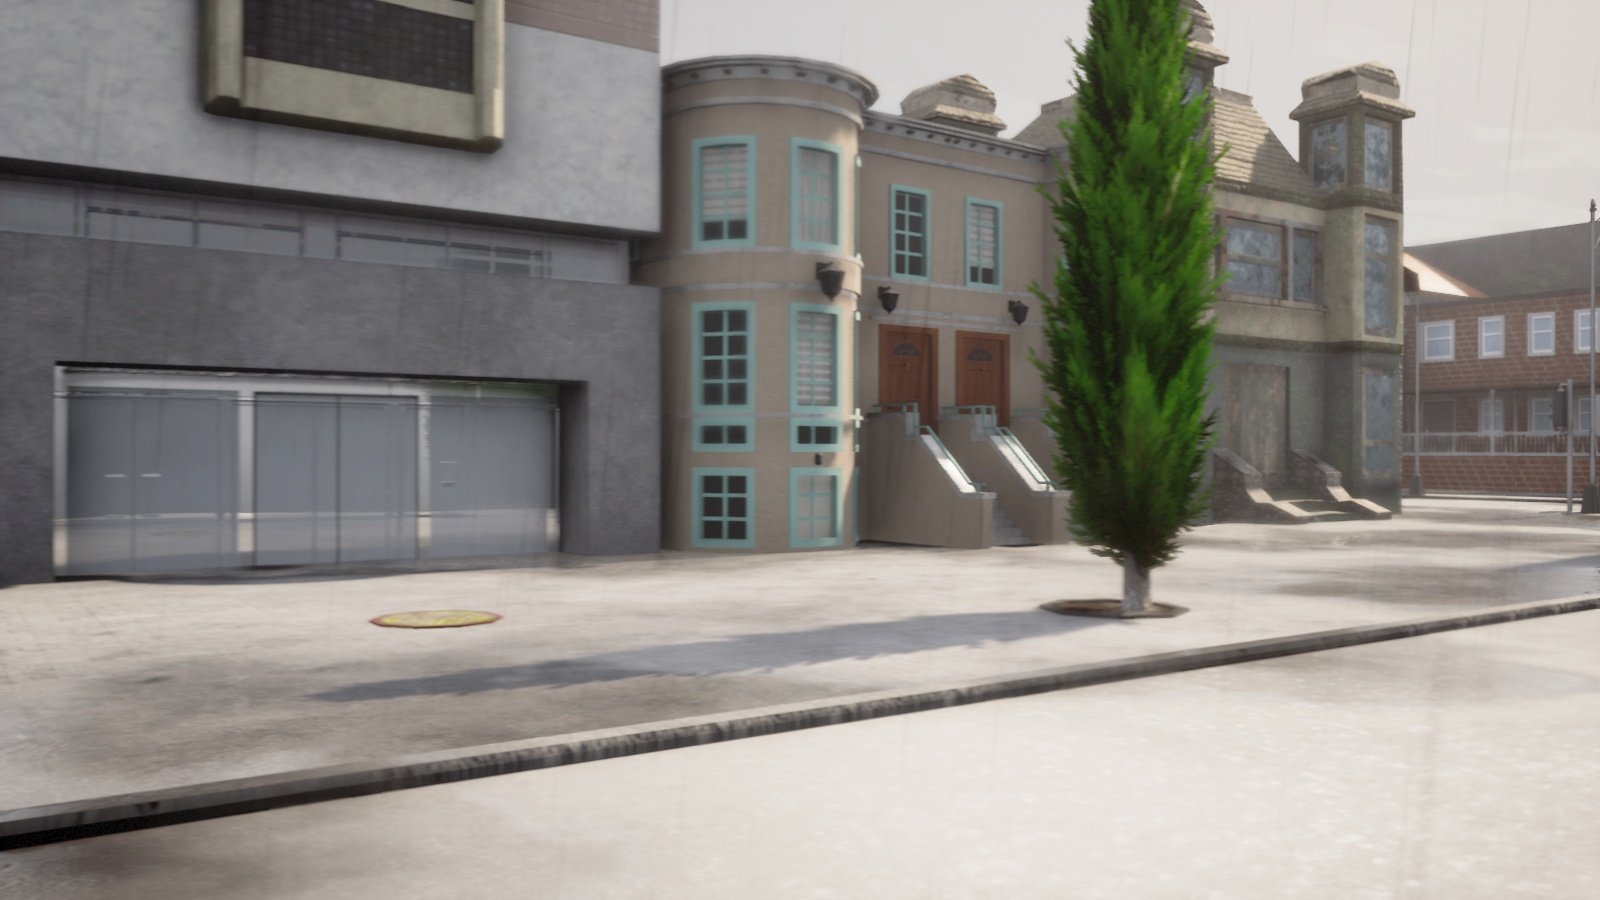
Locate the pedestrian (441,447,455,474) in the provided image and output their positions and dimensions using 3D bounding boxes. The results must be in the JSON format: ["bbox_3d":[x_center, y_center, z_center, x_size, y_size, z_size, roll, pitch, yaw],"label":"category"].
[{"bbox_3d":[-23.811,0.713,84.905,0.634,1.844,0.899,0,0,-36],"label":"pedestrian"}]
